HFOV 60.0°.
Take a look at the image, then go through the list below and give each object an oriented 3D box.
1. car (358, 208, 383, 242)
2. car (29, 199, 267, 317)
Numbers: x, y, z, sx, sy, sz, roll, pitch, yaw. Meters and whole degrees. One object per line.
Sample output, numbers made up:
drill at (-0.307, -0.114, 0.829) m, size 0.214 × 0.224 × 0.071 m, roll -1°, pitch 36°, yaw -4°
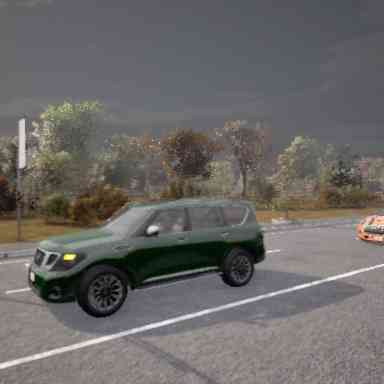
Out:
car at (9.526, 1.326, 15.013) m, size 4.553 × 1.767 × 2.097 m, roll 0°, pitch 0°, yaw -35°
car at (-0.701, 1.204, 7.779) m, size 5.566 × 2.045 × 2.150 m, roll 0°, pitch 0°, yaw -35°
